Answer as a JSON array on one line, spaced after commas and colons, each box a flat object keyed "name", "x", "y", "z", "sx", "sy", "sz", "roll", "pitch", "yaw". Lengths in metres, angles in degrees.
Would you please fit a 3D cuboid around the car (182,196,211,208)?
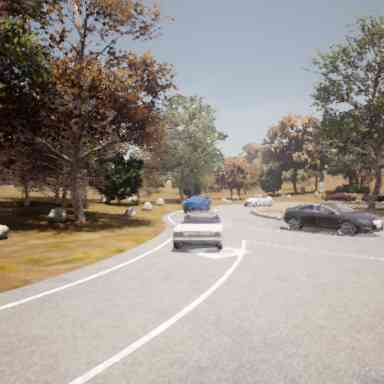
[{"name": "car", "x": 0.550, "y": 1.195, "z": 33.838, "sx": 1.882, "sy": 1.535, "sz": 5.008, "roll": -1, "pitch": 0, "yaw": 18}]

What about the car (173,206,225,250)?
[{"name": "car", "x": 0.429, "y": 1.510, "z": 14.056, "sx": 1.895, "sy": 1.301, "sz": 4.718, "roll": -1, "pitch": 1, "yaw": 6}]

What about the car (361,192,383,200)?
[{"name": "car", "x": 26.000, "y": 0.759, "z": 45.647, "sx": 4.902, "sy": 1.511, "sz": 2.128, "roll": 0, "pitch": 1, "yaw": 16}]

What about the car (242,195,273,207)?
[{"name": "car", "x": 8.181, "y": 1.064, "z": 41.014, "sx": 4.674, "sy": 1.442, "sz": 1.812, "roll": -1, "pitch": 0, "yaw": -43}]

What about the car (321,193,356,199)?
[{"name": "car", "x": 21.686, "y": 0.809, "z": 49.462, "sx": 4.718, "sy": 1.301, "sz": 1.895, "roll": 0, "pitch": 1, "yaw": 4}]

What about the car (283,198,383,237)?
[{"name": "car", "x": 6.932, "y": 1.280, "z": 16.892, "sx": 2.128, "sy": 1.511, "sz": 4.902, "roll": -2, "pitch": 1, "yaw": -36}]
